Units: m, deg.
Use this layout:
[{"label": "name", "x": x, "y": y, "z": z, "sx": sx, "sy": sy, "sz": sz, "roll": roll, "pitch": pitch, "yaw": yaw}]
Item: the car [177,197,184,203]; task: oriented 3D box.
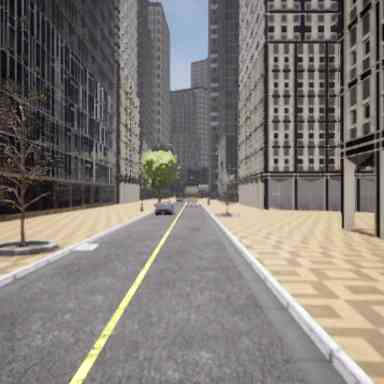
[{"label": "car", "x": -2.721, "y": 1.805, "z": 76.747, "sx": 1.895, "sy": 1.301, "sz": 4.718, "roll": 0, "pitch": 0, "yaw": 0}]

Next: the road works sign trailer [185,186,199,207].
[{"label": "road works sign trailer", "x": 0.021, "y": 0.699, "z": 56.352, "sx": 2.380, "sy": 3.560, "sz": 2.880, "roll": 0, "pitch": 0, "yaw": 0}]

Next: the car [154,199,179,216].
[{"label": "car", "x": -2.831, "y": 1.675, "z": 35.129, "sx": 2.033, "sy": 1.411, "sz": 5.357, "roll": 0, "pitch": 0, "yaw": 0}]
